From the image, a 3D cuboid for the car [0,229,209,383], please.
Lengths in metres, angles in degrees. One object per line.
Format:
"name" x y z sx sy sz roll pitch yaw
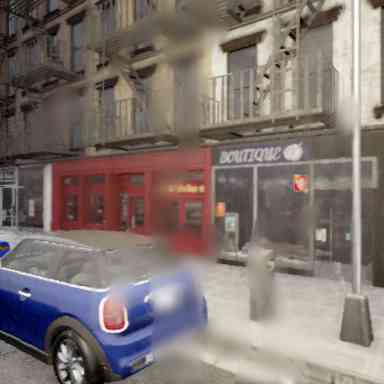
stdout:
"car" -2.034 1.411 5.473 4.553 1.767 2.097 0 -1 37
